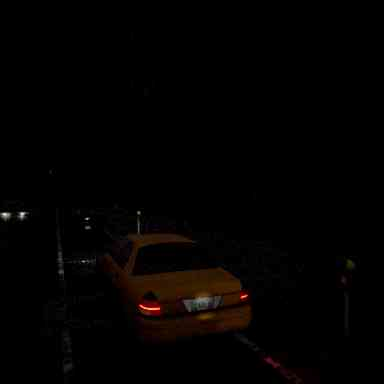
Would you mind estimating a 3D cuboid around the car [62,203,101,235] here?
[{"bbox_3d":[-6.064,1.552,18.735,2.008,1.369,4.403,0,0,-22],"label":"car"}]

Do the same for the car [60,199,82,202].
[{"bbox_3d":[-10.263,1.567,28.953,1.947,1.339,4.313,0,0,-22],"label":"car"}]

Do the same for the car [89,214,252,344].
[{"bbox_3d":[-0.835,1.457,6.777,1.801,1.575,5.366,0,0,-22],"label":"car"}]

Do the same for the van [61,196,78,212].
[{"bbox_3d":[-14.462,1.343,39.171,1.690,1.788,3.998,0,0,-22],"label":"van"}]

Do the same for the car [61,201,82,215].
[{"bbox_3d":[-8.163,1.552,23.844,2.008,1.369,4.403,0,0,-22],"label":"car"}]

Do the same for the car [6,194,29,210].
[{"bbox_3d":[-21.322,1.286,40.452,1.882,1.535,5.008,0,0,-22],"label":"car"}]

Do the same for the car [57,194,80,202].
[{"bbox_3d":[-12.362,1.317,34.062,2.192,1.841,5.009,0,0,-22],"label":"car"}]

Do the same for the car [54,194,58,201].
[{"bbox_3d":[-31.408,1.471,79.659,1.967,1.590,4.097,0,0,-24],"label":"car"}]
